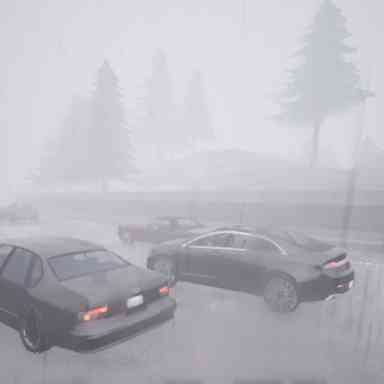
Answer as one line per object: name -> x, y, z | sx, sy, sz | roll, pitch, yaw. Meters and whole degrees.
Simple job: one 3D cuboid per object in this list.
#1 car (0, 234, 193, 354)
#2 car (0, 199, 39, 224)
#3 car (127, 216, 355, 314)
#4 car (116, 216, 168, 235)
car -> -2.760, 1.571, 6.184 | 5.357, 1.411, 2.033 | 0, 0, 38
car -> -13.325, 1.585, 25.428 | 2.128, 1.511, 4.902 | 0, 0, -44
car -> 1.049, 1.523, 7.712 | 4.902, 1.511, 2.128 | 0, 0, 37
car -> -1.029, 1.655, 13.802 | 4.718, 1.301, 1.895 | 0, 0, 39
